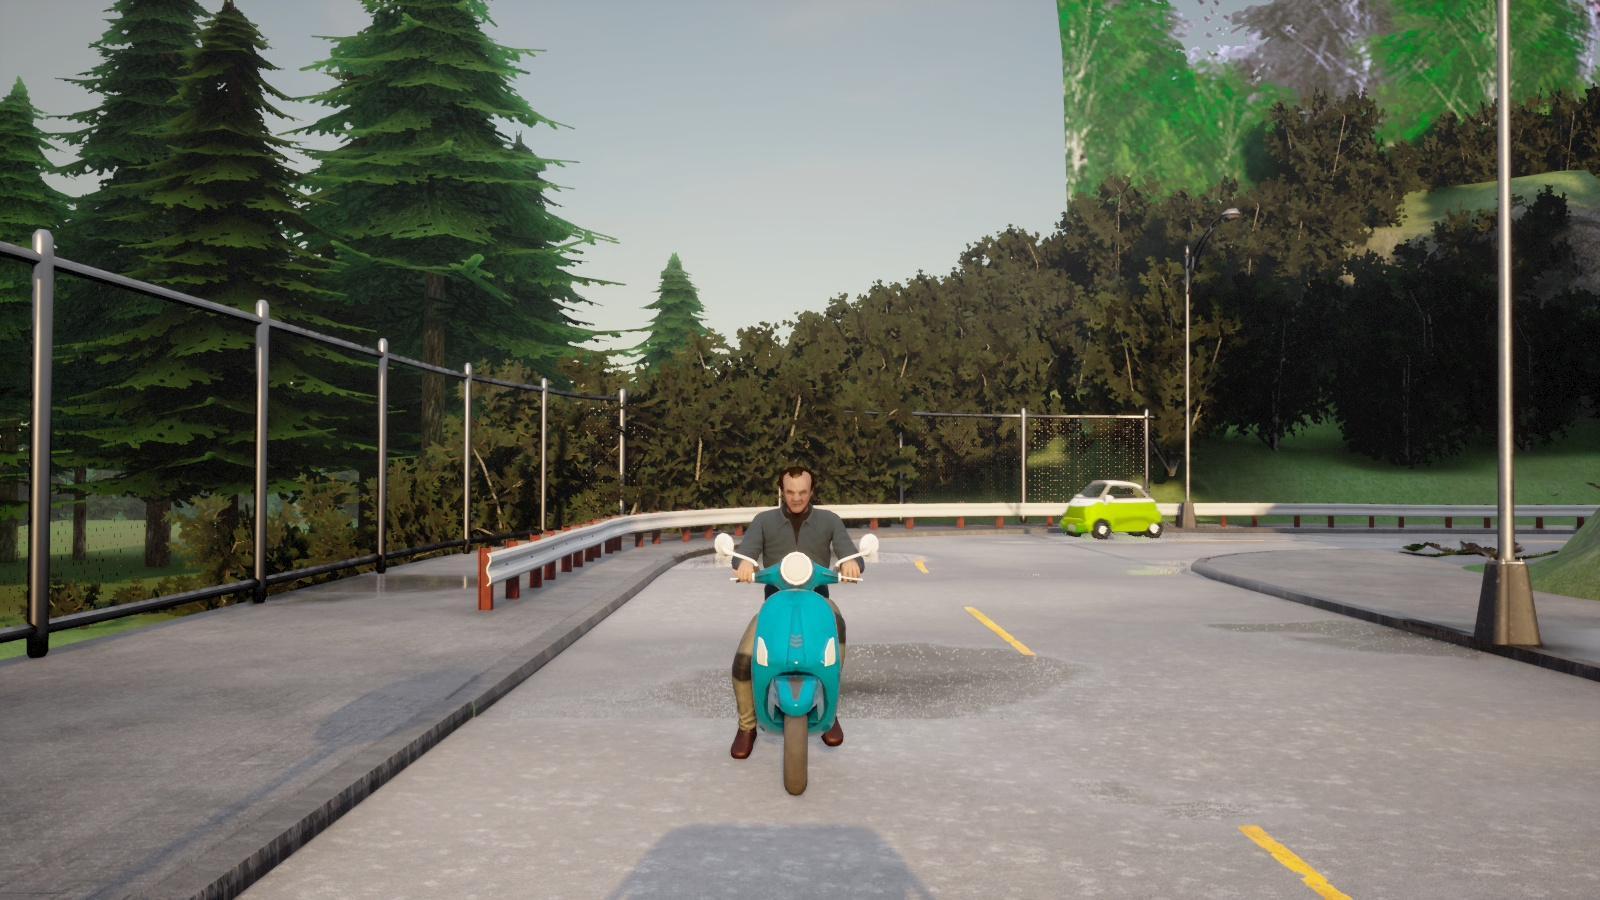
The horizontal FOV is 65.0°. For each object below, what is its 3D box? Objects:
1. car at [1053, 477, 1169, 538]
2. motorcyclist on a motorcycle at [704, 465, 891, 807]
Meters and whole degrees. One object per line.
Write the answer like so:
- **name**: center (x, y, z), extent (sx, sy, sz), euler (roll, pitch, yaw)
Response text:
- **car**: center (7.333, 1.339, 29.691), extent (2.207, 1.376, 1.481), euler (0, -1, -18)
- **motorcyclist on a motorcycle**: center (-0.012, 0.881, 6.766), extent (0.866, 1.590, 1.817), euler (0, -1, 0)
